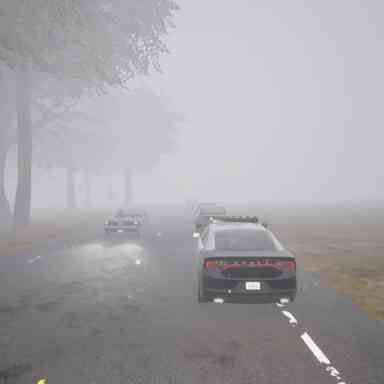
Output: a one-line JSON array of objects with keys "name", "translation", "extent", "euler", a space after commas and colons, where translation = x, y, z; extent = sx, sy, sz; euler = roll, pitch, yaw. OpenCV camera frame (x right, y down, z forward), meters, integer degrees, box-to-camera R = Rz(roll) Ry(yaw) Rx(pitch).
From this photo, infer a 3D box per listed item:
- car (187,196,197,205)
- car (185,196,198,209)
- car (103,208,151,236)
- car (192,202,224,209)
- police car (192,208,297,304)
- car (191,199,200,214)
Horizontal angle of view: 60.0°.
[{"name": "car", "translation": [0.047, 1.577, 63.642], "extent": [1.882, 1.535, 5.008], "euler": [0, 0, 0]}, {"name": "car", "translation": [0.060, 1.579, 45.911], "extent": [2.033, 1.411, 5.357], "euler": [0, 0, 0]}, {"name": "car", "translation": [-3.485, 1.600, 18.431], "extent": [1.895, 1.301, 4.718], "euler": [0, 0, 0]}, {"name": "car", "translation": [1.065, 1.505, 18.243], "extent": [1.837, 1.490, 4.892], "euler": [0, 0, 0]}, {"name": "police car", "translation": [1.058, 1.423, 8.350], "extent": [1.930, 1.638, 5.238], "euler": [0, 0, 0]}, {"name": "car", "translation": [1.069, 1.508, 24.245], "extent": [1.837, 1.490, 4.892], "euler": [0, 0, 0]}]
